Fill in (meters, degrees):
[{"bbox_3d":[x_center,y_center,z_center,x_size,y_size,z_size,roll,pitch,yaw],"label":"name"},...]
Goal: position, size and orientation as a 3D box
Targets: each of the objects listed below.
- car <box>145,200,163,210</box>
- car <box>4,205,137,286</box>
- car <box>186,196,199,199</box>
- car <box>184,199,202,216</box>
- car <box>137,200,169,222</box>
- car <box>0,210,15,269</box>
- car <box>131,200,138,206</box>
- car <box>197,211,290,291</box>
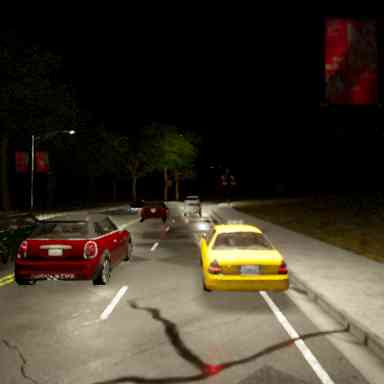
[{"bbox_3d":[-5.948,1.973,52.703,1.812,1.442,4.674,0,0,5],"label":"car"},{"bbox_3d":[-3.144,1.431,9.780,2.097,1.767,4.553,0,0,0],"label":"car"},{"bbox_3d":[0.149,1.609,46.018,2.150,2.045,5.566,0,0,4],"label":"car"},{"bbox_3d":[0.088,1.832,36.139,1.812,1.442,4.674,0,-1,0],"label":"car"},{"bbox_3d":[-3.134,1.594,29.008,2.097,1.767,4.553,0,-1,0],"label":"car"},{"bbox_3d":[-6.594,1.440,10.897,2.097,1.767,4.553,0,0,0],"label":"car"},{"bbox_3d":[-8.907,2.043,55.777,1.994,1.385,4.181,0,0,6],"label":"car"},{"bbox_3d":[1.142,1.529,9.114,1.801,1.575,5.366,0,0,0],"label":"car"}]
